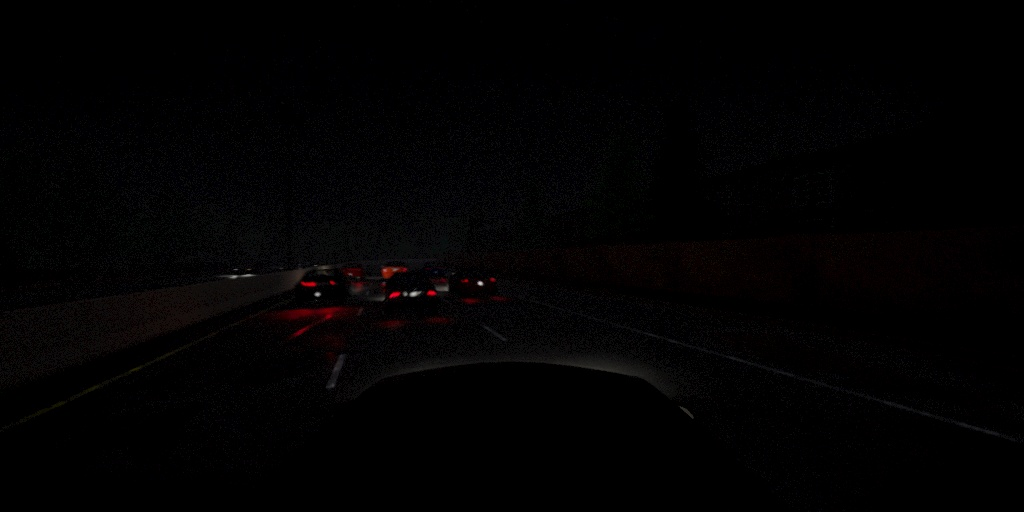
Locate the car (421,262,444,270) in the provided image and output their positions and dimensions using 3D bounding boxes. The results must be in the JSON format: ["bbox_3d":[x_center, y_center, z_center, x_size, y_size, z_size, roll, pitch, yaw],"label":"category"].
[{"bbox_3d":[-7.706,1.314,34.647,1.882,1.535,5.008,-1,0,-20],"label":"car"}]

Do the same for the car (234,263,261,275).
[{"bbox_3d":[-34.766,1.701,47.257,1.812,1.442,4.674,-1,0,-20],"label":"car"}]

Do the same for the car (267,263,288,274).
[{"bbox_3d":[-31.485,1.659,48.467,1.812,1.442,4.674,-1,0,-20],"label":"car"}]

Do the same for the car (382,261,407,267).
[{"bbox_3d":[-10.377,1.222,31.716,2.097,1.767,4.553,-1,0,-20],"label":"car"}]

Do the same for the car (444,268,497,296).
[{"bbox_3d":[-2.243,1.336,19.577,1.994,1.385,4.181,-1,0,-20],"label":"car"}]

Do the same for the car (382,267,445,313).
[{"bbox_3d":[-4.144,1.346,14.466,2.033,1.411,5.357,-1,0,-19],"label":"car"}]

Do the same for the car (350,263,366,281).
[{"bbox_3d":[-14.283,1.398,32.254,1.882,1.535,5.008,-1,0,-20],"label":"car"}]

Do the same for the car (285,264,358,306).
[{"bbox_3d":[-8.668,1.347,16.750,2.128,1.511,4.902,-1,0,-20],"label":"car"}]

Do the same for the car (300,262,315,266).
[{"bbox_3d":[-28.220,1.617,49.729,1.812,1.442,4.674,-1,0,-20],"label":"car"}]
